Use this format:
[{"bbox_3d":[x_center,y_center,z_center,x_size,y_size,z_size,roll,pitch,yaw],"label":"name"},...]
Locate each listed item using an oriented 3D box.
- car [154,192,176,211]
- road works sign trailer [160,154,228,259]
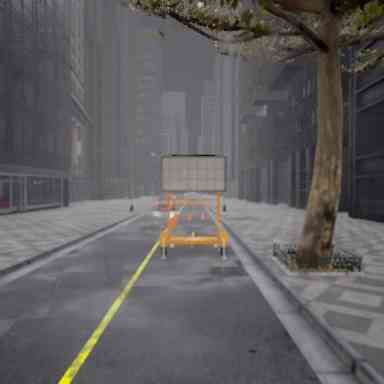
[{"bbox_3d":[-2.955,1.196,36.931,2.097,1.767,4.553,0,0,0],"label":"car"},{"bbox_3d":[0.061,0.400,12.356,2.380,3.560,2.880,0,0,0],"label":"road works sign trailer"}]
